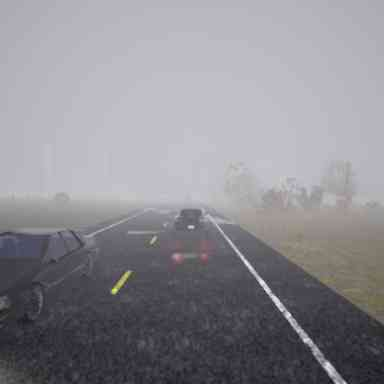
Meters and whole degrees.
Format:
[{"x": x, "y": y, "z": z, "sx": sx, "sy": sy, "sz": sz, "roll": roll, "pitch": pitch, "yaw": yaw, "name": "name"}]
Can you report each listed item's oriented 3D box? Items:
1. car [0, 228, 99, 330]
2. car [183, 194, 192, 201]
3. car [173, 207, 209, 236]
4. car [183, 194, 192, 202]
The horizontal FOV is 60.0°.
[{"x": -3.593, "y": 1.550, "z": 7.400, "sx": 2.033, "sy": 1.411, "sz": 5.357, "roll": 0, "pitch": 0, "yaw": 0, "name": "car"}, {"x": -1.198, "y": 1.290, "z": 85.062, "sx": 2.097, "sy": 1.767, "sz": 4.553, "roll": 0, "pitch": 0, "yaw": -2, "name": "car"}, {"x": -0.058, "y": 1.532, "z": 18.435, "sx": 1.812, "sy": 1.442, "sz": 4.674, "roll": 0, "pitch": 0, "yaw": 0, "name": "car"}, {"x": -0.933, "y": 1.578, "z": 75.050, "sx": 2.128, "sy": 1.511, "sz": 4.902, "roll": 0, "pitch": 0, "yaw": -1, "name": "car"}]
